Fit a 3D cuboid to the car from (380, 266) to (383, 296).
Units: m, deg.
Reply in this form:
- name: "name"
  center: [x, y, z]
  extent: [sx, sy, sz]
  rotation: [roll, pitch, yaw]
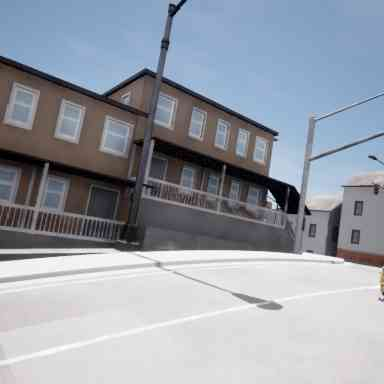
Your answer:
- name: "car"
  center: [6.955, 2.195, 8.840]
  extent: [5.008, 1.535, 1.882]
  rotation: [9, -5, -34]

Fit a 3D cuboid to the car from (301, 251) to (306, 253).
- name: "car"
  center: [9.748, 6.038, 30.365]
  extent: [1.994, 1.385, 4.181]
  rotation: [14, -16, -34]
